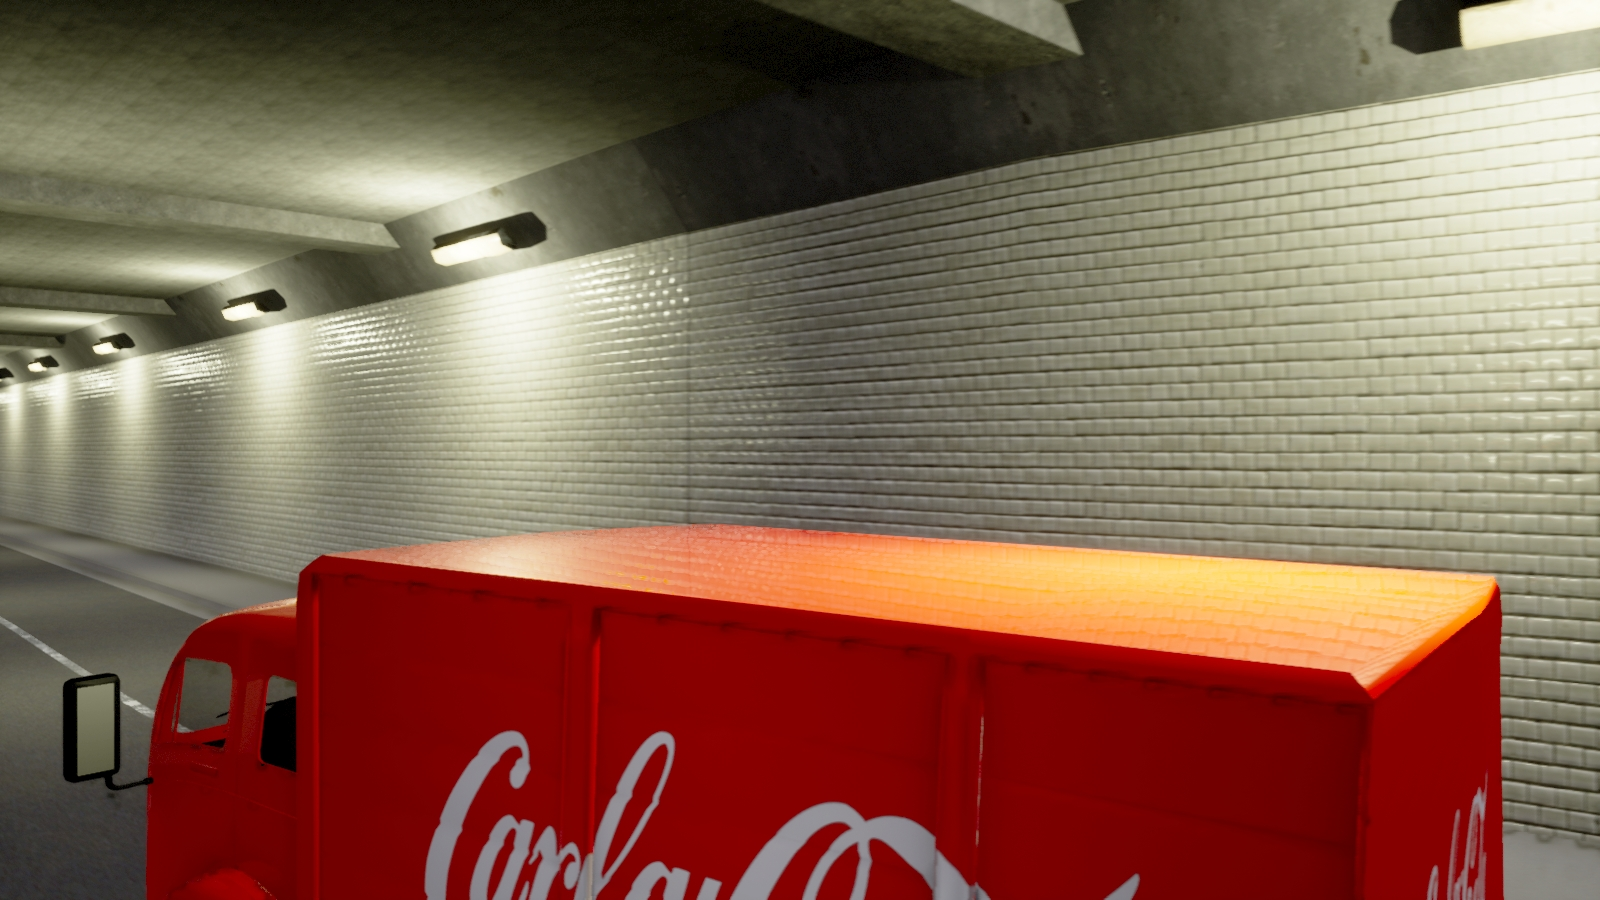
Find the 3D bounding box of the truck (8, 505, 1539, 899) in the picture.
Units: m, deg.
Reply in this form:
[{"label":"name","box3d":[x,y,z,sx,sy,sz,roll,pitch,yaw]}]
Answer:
[{"label":"truck","box3d":[-0.469,1.569,4.253,5.204,2.467,2.627,0,0,38]}]
